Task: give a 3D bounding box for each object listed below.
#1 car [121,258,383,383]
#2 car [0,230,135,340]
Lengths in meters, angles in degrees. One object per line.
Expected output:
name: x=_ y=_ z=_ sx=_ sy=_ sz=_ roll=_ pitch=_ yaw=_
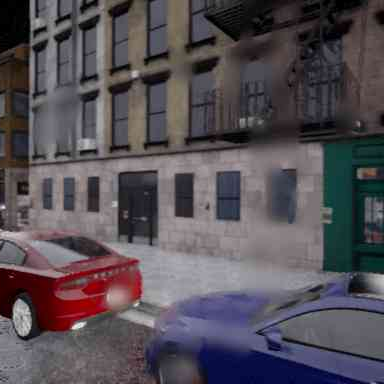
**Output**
car: x=1.650 y=1.547 z=3.172 sx=4.674 sy=1.442 sz=1.812 roll=0 pitch=0 yaw=36
car: x=-3.220 y=1.506 z=6.677 sx=5.008 sy=1.535 sz=1.882 roll=0 pitch=0 yaw=36
